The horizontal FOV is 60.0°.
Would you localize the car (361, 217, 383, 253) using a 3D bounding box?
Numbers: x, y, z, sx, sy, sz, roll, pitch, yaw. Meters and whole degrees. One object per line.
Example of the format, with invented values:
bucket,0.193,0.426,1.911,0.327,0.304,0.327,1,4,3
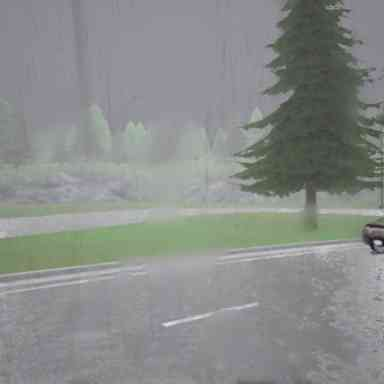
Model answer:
car,8.436,1.479,12.090,4.902,1.511,2.128,0,0,-24
